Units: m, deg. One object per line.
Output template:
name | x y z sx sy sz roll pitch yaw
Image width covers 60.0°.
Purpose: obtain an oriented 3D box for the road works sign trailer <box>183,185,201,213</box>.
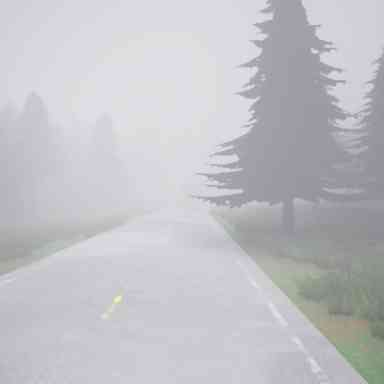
road works sign trailer | 0.002 0.871 43.627 2.380 3.560 2.880 0 -1 0
